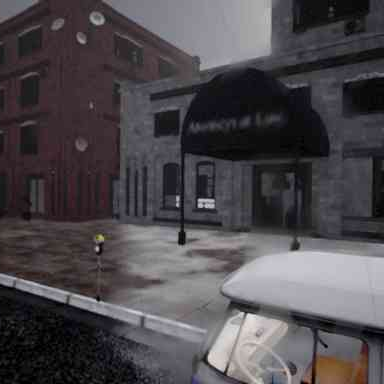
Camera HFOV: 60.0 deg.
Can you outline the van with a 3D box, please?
[{"bbox_3d":[1.790,1.343,1.627,3.998,1.788,1.690,0,1,34],"label":"van"}]
